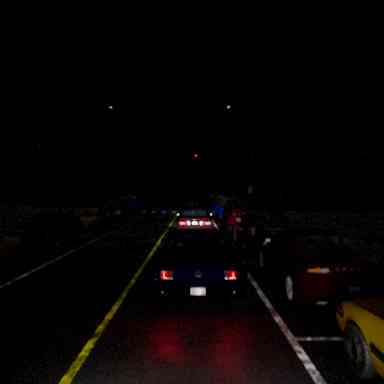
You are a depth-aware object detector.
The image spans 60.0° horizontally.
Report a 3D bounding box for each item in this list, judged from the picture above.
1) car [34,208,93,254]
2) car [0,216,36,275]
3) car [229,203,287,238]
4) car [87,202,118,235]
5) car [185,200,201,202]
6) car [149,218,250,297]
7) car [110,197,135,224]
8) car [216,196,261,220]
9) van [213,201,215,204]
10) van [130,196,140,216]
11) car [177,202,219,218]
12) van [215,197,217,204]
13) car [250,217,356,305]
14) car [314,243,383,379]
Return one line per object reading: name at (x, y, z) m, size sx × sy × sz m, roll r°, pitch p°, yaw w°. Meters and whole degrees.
car at (-5.728, 1.542, 13.367) m, size 1.947 × 1.339 × 4.313 m, roll 0°, pitch 0°, yaw 0°
car at (-5.743, 1.511, 7.760) m, size 1.752 × 1.417 × 4.829 m, roll 0°, pitch 0°, yaw 0°
car at (2.797, 1.416, 13.343) m, size 1.967 × 1.590 × 4.097 m, roll 0°, pitch 0°, yaw 0°
car at (-5.713, 1.493, 18.635) m, size 1.752 × 1.417 × 4.829 m, roll 0°, pitch 0°, yaw 0°
car at (0.075, 1.430, 27.915) m, size 1.882 × 1.535 × 5.008 m, roll 0°, pitch 0°, yaw 0°
car at (0.124, 1.585, 8.498) m, size 1.895 × 1.301 × 4.718 m, roll 0°, pitch 0°, yaw 0°
car at (-5.697, 1.399, 24.242) m, size 1.967 × 1.590 × 4.097 m, roll 0°, pitch 0°, yaw 0°
car at (2.812, 1.282, 18.780) m, size 2.192 × 1.841 × 5.009 m, roll 0°, pitch 0°, yaw 0°
van at (2.843, 1.291, 29.655) m, size 1.690 × 1.788 × 3.998 m, roll 0°, pitch 0°, yaw 0°
van at (-5.682, 1.291, 29.679) m, size 1.690 × 1.788 × 3.998 m, roll 0°, pitch 0°, yaw 0°
car at (0.147, 1.515, 18.088) m, size 2.033 × 1.411 × 5.357 m, roll 0°, pitch 0°, yaw 0°
van at (2.828, 1.299, 24.218) m, size 1.690 × 1.788 × 3.998 m, roll 0°, pitch 0°, yaw 0°
car at (2.782, 1.530, 7.906) m, size 1.887 × 1.381 × 4.507 m, roll 0°, pitch 0°, yaw 0°
car at (2.768, 1.520, 2.638) m, size 1.752 × 1.417 × 4.829 m, roll 0°, pitch 0°, yaw 0°
